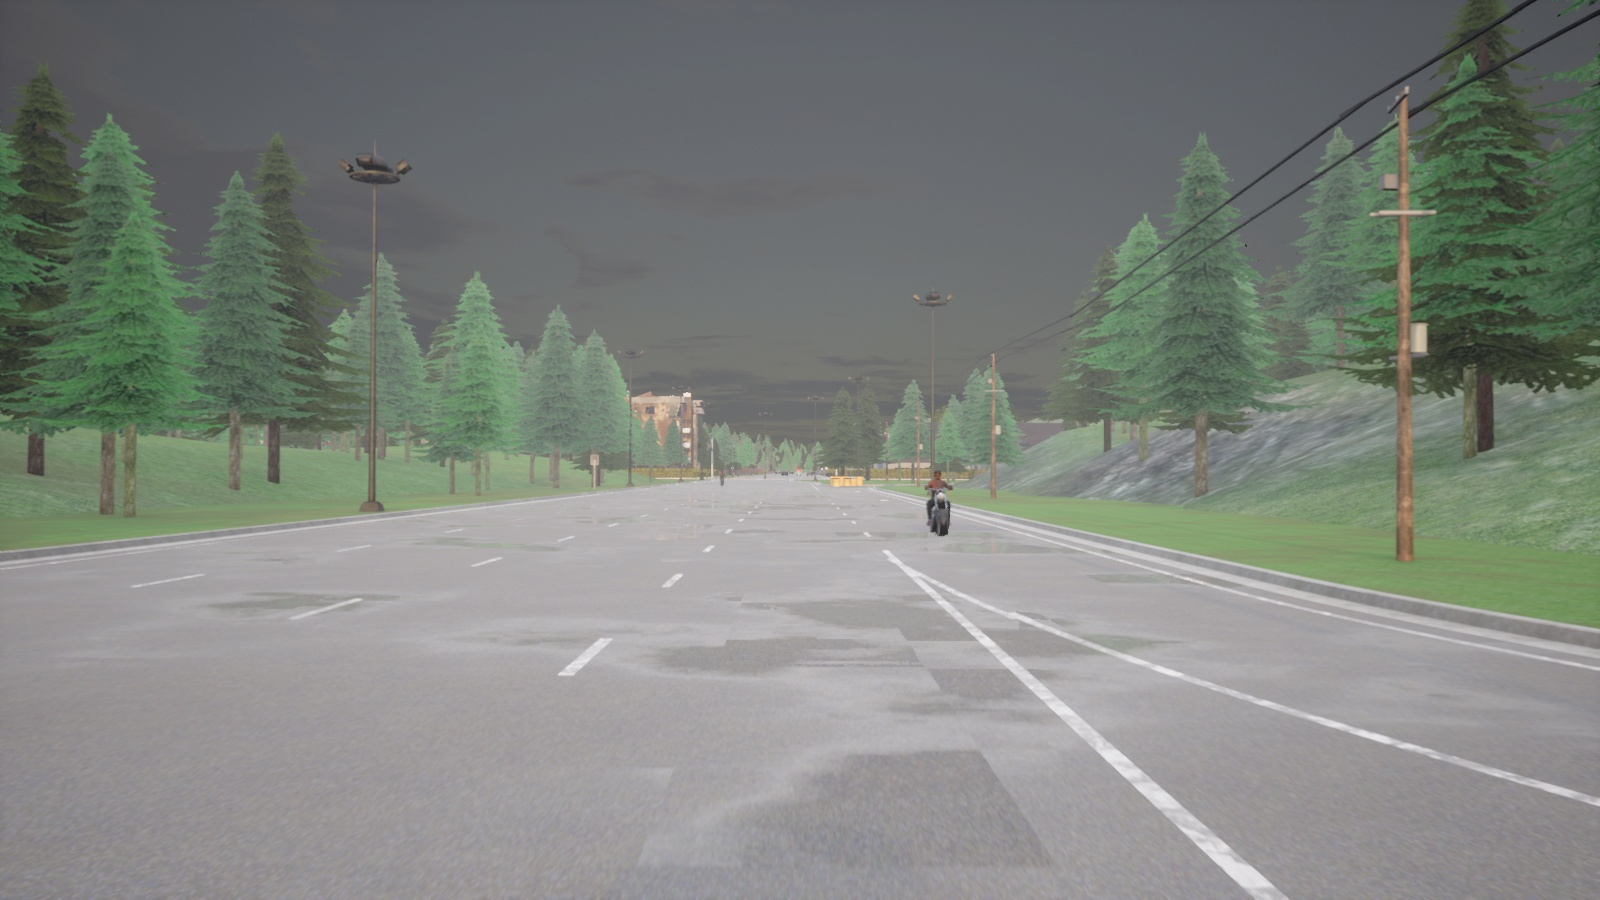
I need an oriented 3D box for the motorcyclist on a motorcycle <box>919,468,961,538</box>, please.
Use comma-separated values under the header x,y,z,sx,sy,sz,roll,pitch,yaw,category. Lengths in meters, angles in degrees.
x,y,z,sx,sy,sz,roll,pitch,yaw,category
3.425,1.268,30.888,0.766,1.649,2.350,0,-1,0,motorcyclist on a motorcycle
